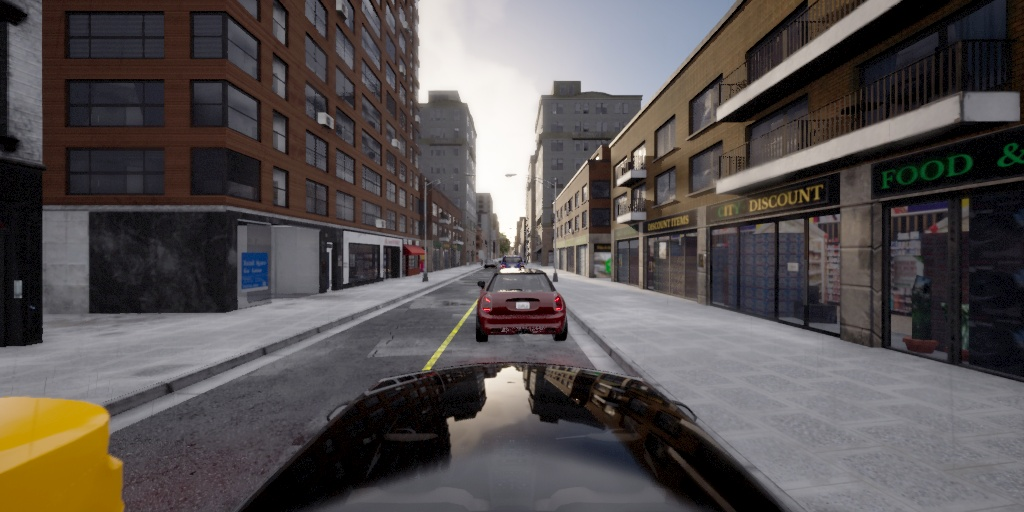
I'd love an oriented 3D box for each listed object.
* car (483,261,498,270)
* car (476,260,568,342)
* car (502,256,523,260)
[{"bbox_3d":[-3.165,1.370,53.069,1.895,1.301,4.718,0,0,0],"label":"car"},{"bbox_3d":[0.115,1.102,9.958,2.097,1.767,4.553,0,0,-3],"label":"car"},{"bbox_3d":[0.038,0.976,31.104,2.150,2.045,5.566,0,0,0],"label":"car"}]
